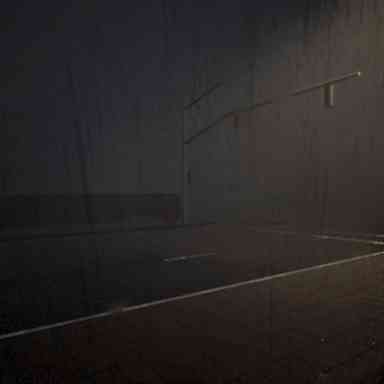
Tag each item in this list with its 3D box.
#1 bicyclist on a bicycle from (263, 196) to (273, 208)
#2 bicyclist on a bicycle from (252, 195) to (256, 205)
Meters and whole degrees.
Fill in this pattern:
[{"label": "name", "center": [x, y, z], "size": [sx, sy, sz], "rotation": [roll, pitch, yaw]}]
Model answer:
[{"label": "bicyclist on a bicycle", "center": [10.659, 1.419, 46.775], "size": [1.656, 1.620, 0.582], "rotation": [0, 0, -23]}, {"label": "bicyclist on a bicycle", "center": [9.661, 1.264, 51.683], "size": [0.582, 1.620, 1.656], "rotation": [0, 0, 21]}]
